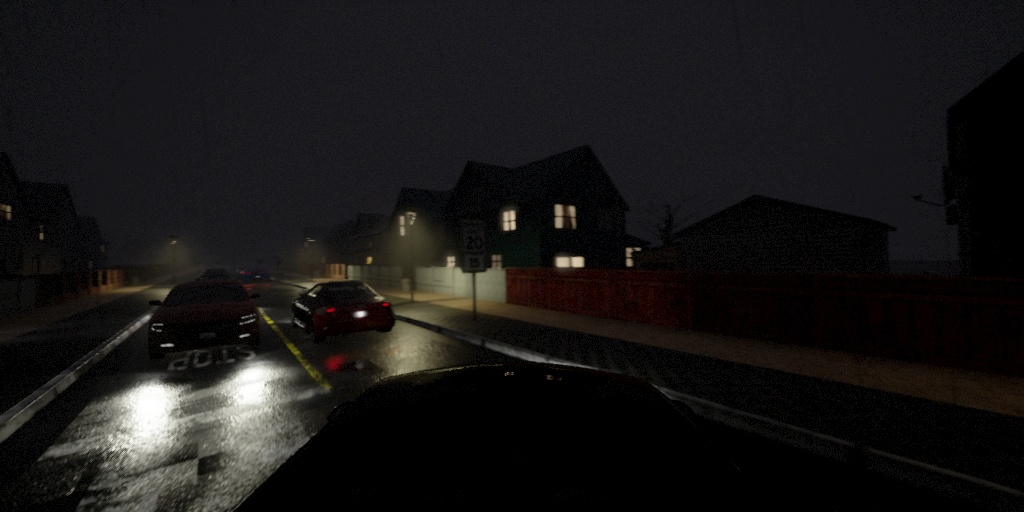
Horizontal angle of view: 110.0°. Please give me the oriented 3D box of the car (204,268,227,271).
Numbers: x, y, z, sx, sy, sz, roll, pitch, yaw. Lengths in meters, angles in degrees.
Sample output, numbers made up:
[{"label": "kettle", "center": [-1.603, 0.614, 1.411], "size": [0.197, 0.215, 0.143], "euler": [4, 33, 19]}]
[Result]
[{"label": "car", "center": [-21.967, 1.681, 26.575], "size": [1.837, 1.490, 4.892], "euler": [-1, 1, -39]}]

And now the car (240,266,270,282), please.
[{"label": "car", "center": [-24.123, 1.700, 33.760], "size": [1.882, 1.535, 5.008], "euler": [-1, 0, -39]}]

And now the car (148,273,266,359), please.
[{"label": "car", "center": [-7.803, 1.382, 9.259], "size": [1.882, 1.535, 5.008], "euler": [-1, 0, -39]}]

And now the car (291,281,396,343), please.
[{"label": "car", "center": [-4.952, 1.412, 10.279], "size": [1.994, 1.385, 4.181], "euler": [-1, 0, -39]}]

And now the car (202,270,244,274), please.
[{"label": "car", "center": [-14.081, 1.591, 16.938], "size": [1.994, 1.385, 4.181], "euler": [-1, 0, -39]}]
